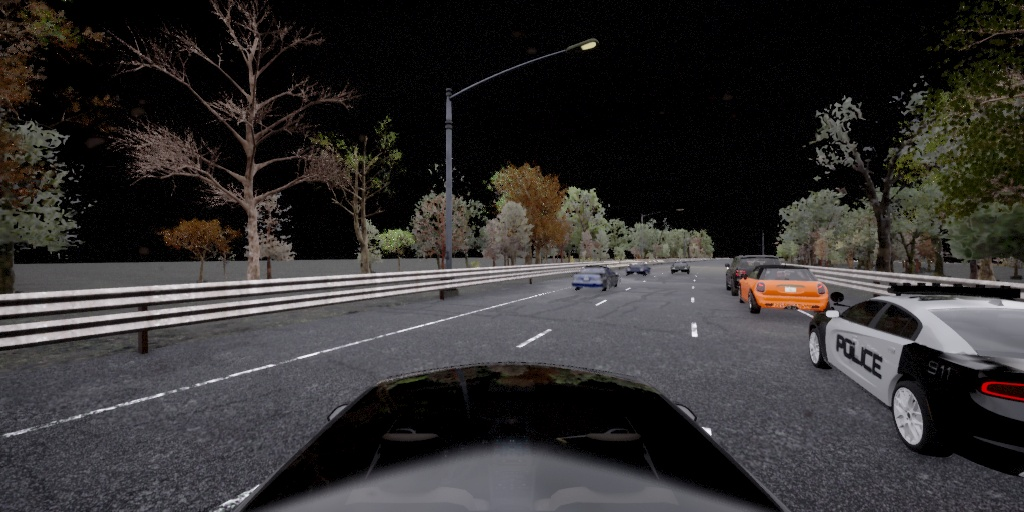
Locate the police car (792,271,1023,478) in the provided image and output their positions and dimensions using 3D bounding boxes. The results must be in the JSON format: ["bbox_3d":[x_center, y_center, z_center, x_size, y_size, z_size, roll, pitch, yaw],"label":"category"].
[{"bbox_3d":[5.596,1.175,4.682,1.930,1.638,5.238,0,0,26],"label":"police car"}]

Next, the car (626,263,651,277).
[{"bbox_3d":[12.956,1.363,36.528,1.895,1.301,4.718,0,0,28],"label":"car"}]

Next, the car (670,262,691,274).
[{"bbox_3d":[19.238,1.369,40.818,1.895,1.301,4.718,0,0,28],"label":"car"}]

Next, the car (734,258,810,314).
[{"bbox_3d":[9.899,1.102,13.415,2.097,1.767,4.553,0,0,27],"label":"car"}]

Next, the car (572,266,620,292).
[{"bbox_3d":[5.167,1.300,21.644,2.033,1.411,5.357,0,0,27],"label":"car"}]

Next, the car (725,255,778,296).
[{"bbox_3d":[12.599,0.978,18.755,2.150,2.045,5.566,0,0,27],"label":"car"}]
